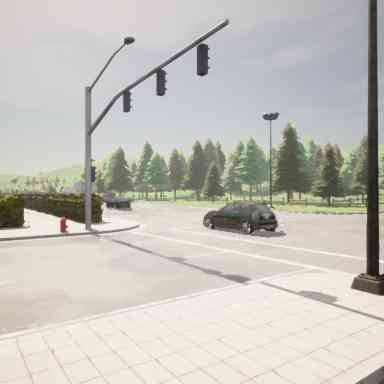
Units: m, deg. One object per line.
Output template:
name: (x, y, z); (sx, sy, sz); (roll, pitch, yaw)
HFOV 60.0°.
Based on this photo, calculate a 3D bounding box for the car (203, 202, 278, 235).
car: (2.676, 1.352, 19.281); (2.097, 1.767, 4.553); (0, 0, -37)

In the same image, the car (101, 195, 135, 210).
car: (-9.520, 1.477, 42.710); (1.882, 1.535, 5.008); (0, 0, -35)

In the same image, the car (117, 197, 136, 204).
car: (-13.128, 1.601, 66.505); (1.895, 1.301, 4.718); (0, 0, -35)

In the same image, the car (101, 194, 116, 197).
car: (-16.767, 1.601, 65.607); (1.895, 1.301, 4.718); (0, 0, -34)
